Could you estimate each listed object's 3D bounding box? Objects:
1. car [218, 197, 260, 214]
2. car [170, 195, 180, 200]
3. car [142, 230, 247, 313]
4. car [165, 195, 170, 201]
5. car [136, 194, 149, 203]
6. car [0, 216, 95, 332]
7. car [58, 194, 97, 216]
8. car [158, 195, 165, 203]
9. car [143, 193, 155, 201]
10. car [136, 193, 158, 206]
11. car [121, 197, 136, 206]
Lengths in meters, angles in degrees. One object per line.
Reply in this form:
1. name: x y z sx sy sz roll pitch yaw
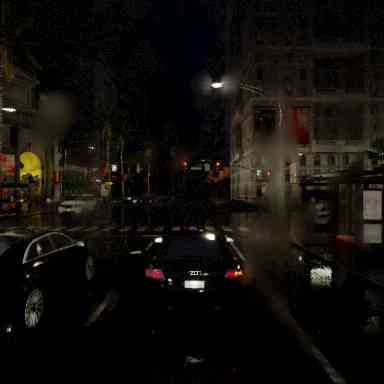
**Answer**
1. car: 5.175 1.564 35.607 4.181 1.385 1.994 0 0 15
2. car: -4.980 1.525 95.489 2.128 1.511 4.902 0 0 16
3. car: 0.053 1.564 7.749 1.994 1.385 4.181 0 0 0
4. car: -7.115 1.478 80.921 1.882 1.535 5.008 0 0 0
5. car: -10.601 1.355 70.892 2.097 1.767 4.553 0 0 0
6. car: -3.452 1.492 6.816 2.128 1.511 4.902 0 0 0
7. car: -10.645 1.221 31.446 2.150 2.045 5.566 0 0 0
8. car: -7.101 1.525 68.577 1.812 1.442 4.674 0 0 0
9. car: -10.610 1.225 81.786 2.150 2.045 5.566 0 0 0
10. car: -7.165 1.351 53.387 2.097 1.767 4.553 0 0 0
11. car: -10.662 1.547 56.886 2.033 1.411 5.357 0 0 0
